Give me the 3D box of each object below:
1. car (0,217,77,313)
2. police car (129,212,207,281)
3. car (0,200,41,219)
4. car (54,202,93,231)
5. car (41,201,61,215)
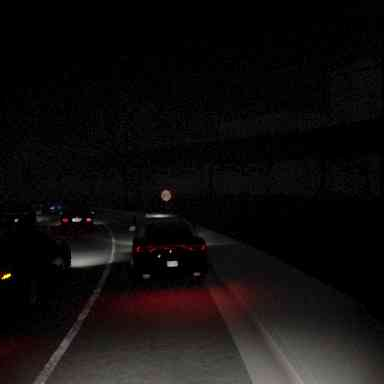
[{"bbox_3d":[-4.061,1.533,7.405,1.812,1.442,4.674,0,0,-8],"label":"car"},{"bbox_3d":[-0.852,1.422,10.087,1.930,1.638,5.238,0,0,-9],"label":"police car"},{"bbox_3d":[-11.775,1.547,22.774,2.128,1.511,4.902,0,0,-23],"label":"car"},{"bbox_3d":[-7.068,1.571,20.414,2.033,1.411,5.357,0,0,-19],"label":"car"},{"bbox_3d":[-14.534,1.615,34.941,2.033,1.411,5.357,-1,0,-35],"label":"car"}]
